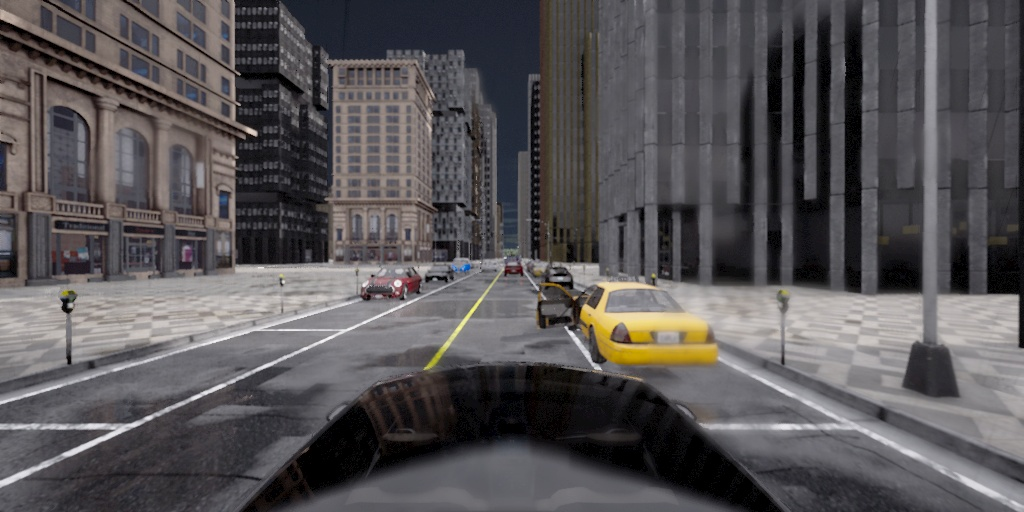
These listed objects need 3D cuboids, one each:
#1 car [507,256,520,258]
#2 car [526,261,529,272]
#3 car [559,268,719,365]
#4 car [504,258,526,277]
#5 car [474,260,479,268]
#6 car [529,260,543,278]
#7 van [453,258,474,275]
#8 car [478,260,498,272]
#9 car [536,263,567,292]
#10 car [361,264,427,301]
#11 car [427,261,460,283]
[{"bbox_3d":[0.164,1.013,47.120,2.150,2.045,5.566,0,0,0],"label":"car"},{"bbox_3d":[2.884,1.336,39.925,2.007,1.370,4.403,0,0,0],"label":"car"},{"bbox_3d":[2.381,1.213,8.009,1.801,1.575,5.366,0,0,0],"label":"car"},{"bbox_3d":[0.193,1.264,36.938,1.882,1.535,5.008,0,0,0],"label":"car"},{"bbox_3d":[-5.594,1.351,56.872,2.007,1.370,4.403,0,0,0],"label":"car"},{"bbox_3d":[2.868,1.308,34.455,1.751,1.417,4.829,0,0,0],"label":"car"},{"bbox_3d":[-5.641,1.133,39.949,1.690,1.789,3.998,0,0,0],"label":"van"},{"bbox_3d":[-2.871,1.394,46.457,1.895,1.301,4.718,0,0,1],"label":"car"},{"bbox_3d":[2.836,1.339,23.003,1.948,1.339,4.313,0,0,0],"label":"car"},{"bbox_3d":[-5.705,1.214,17.384,1.967,1.591,4.097,0,0,0],"label":"car"},{"bbox_3d":[-5.673,1.350,28.667,1.948,1.339,4.313,0,0,0],"label":"car"}]
